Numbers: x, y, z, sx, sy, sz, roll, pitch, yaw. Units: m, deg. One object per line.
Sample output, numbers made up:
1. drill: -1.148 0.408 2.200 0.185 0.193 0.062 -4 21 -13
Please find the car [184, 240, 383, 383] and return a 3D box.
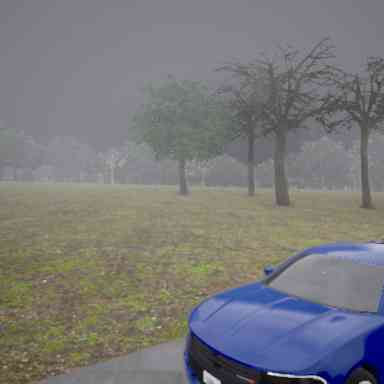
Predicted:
1. car: 2.220 1.481 4.520 5.008 1.535 1.882 0 0 -35
